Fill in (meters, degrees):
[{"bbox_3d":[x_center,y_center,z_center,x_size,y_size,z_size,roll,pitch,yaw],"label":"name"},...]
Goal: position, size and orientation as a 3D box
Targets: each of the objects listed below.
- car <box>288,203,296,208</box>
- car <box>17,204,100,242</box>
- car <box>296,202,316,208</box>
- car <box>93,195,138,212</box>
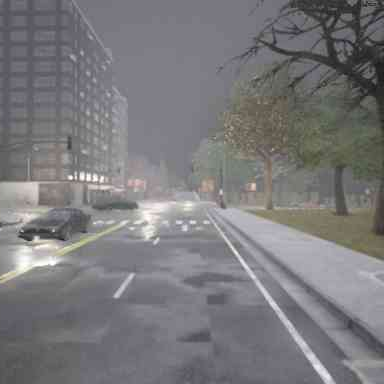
[{"bbox_3d":[27.945,3.610,90.648,1.812,1.442,4.674,0,-3,45],"label":"car"},{"bbox_3d":[-6.545,1.554,16.710,2.033,1.411,5.357,0,0,1],"label":"car"},{"bbox_3d":[30.273,3.427,88.381,2.097,1.767,4.553,0,-3,45],"label":"car"},{"bbox_3d":[-9.238,1.439,40.218,5.566,2.045,2.150,2,-1,-44],"label":"car"}]
